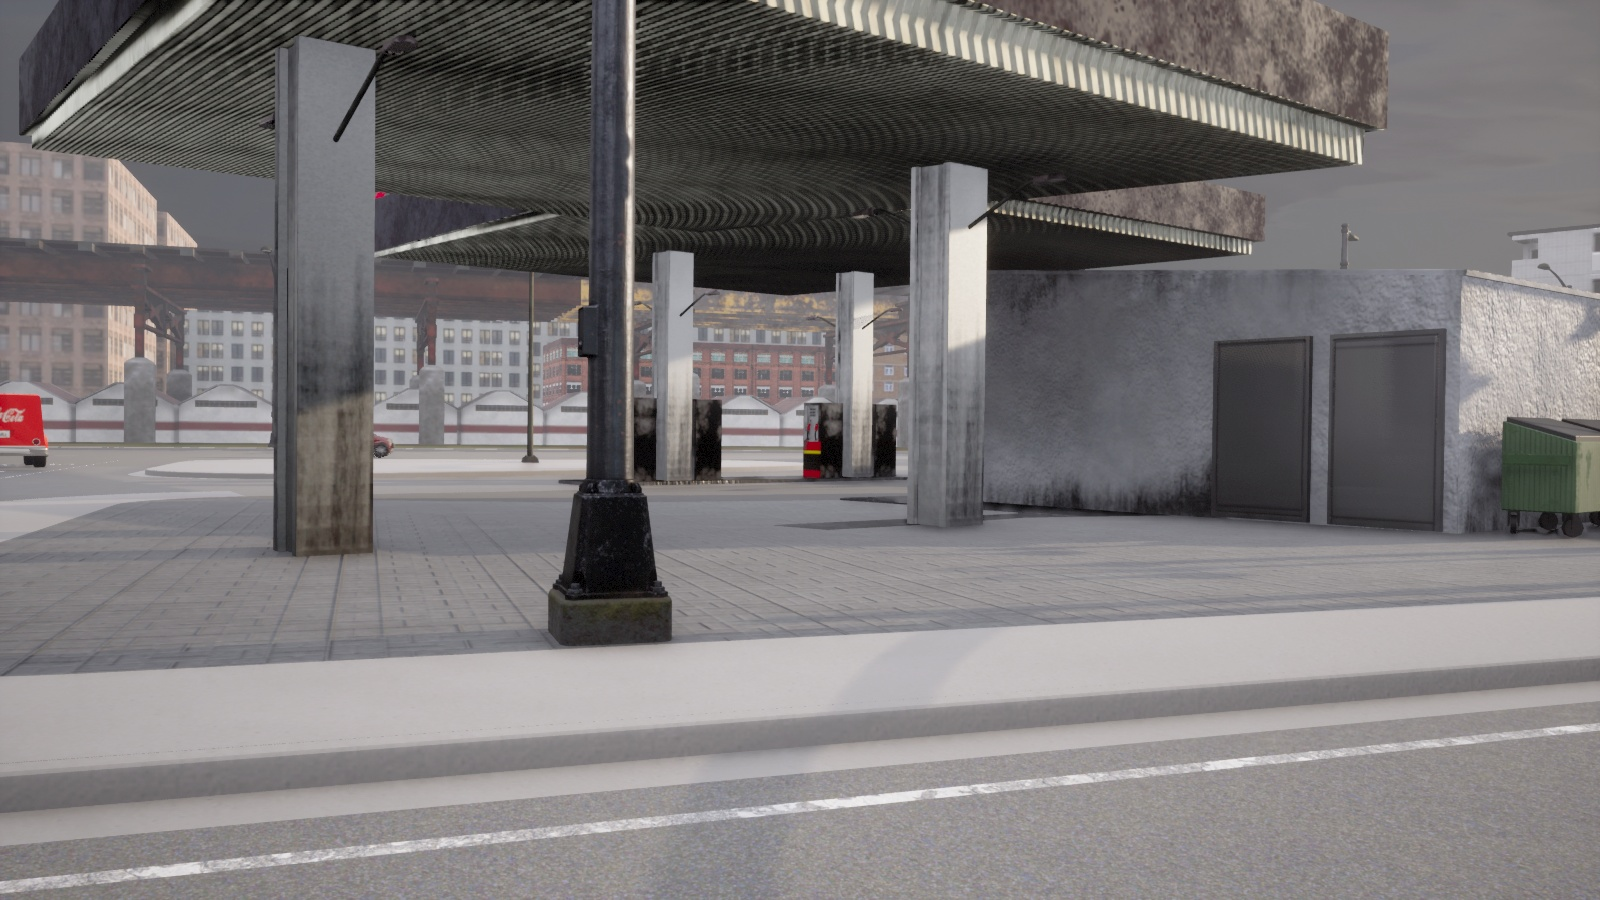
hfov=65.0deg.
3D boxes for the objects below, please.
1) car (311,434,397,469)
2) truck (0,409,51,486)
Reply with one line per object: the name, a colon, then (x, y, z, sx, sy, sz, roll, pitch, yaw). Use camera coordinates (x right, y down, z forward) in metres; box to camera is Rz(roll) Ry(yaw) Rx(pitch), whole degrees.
car: (-20.789, 0.048, 58.593, 3.705, 1.549, 1.789, -1, 1, -19)
truck: (-27.017, -0.088, 42.456, 2.627, 2.467, 5.204, -1, 1, -34)
